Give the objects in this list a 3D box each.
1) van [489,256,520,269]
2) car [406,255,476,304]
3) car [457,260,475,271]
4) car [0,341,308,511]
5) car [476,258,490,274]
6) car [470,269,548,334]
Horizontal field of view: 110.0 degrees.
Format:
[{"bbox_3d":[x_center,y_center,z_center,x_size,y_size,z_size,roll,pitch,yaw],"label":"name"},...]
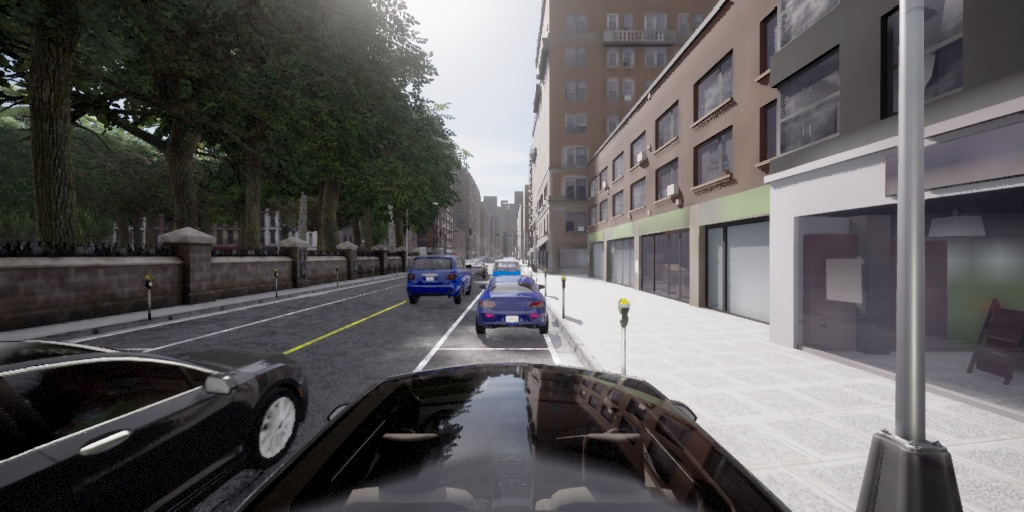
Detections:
[{"bbox_3d":[-0.289,1.083,21.849,1.690,1.789,3.998,0,0,0],"label":"van"},{"bbox_3d":[-3.144,0.962,16.443,2.150,2.045,5.566,0,0,0],"label":"car"},{"bbox_3d":[-6.149,1.239,48.774,1.812,1.442,4.674,0,0,0],"label":"car"},{"bbox_3d":[-3.145,1.256,1.964,1.837,1.490,4.892,0,0,0],"label":"car"},{"bbox_3d":[-3.142,1.226,31.720,2.128,1.511,4.902,0,0,0],"label":"car"},{"bbox_3d":[0.004,1.273,10.500,1.812,1.442,4.674,0,0,0],"label":"car"}]
